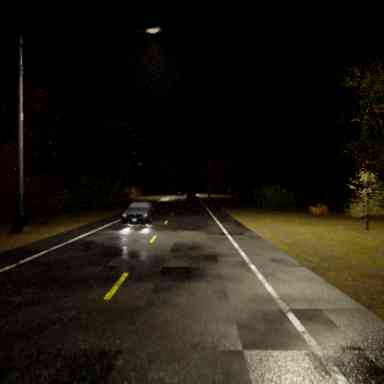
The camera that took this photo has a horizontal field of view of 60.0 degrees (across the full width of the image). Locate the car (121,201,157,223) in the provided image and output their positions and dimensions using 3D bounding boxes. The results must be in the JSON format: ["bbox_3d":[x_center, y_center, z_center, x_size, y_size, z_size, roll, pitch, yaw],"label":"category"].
[{"bbox_3d":[-3.592,1.343,23.461,2.033,1.411,5.357,0,0,0],"label":"car"}]

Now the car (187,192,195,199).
[{"bbox_3d":[-0.207,0.790,81.622,1.837,1.490,4.892,0,0,0],"label":"car"}]

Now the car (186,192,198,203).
[{"bbox_3d":[0.019,1.078,55.842,1.994,1.385,4.181,0,1,0],"label":"car"}]
